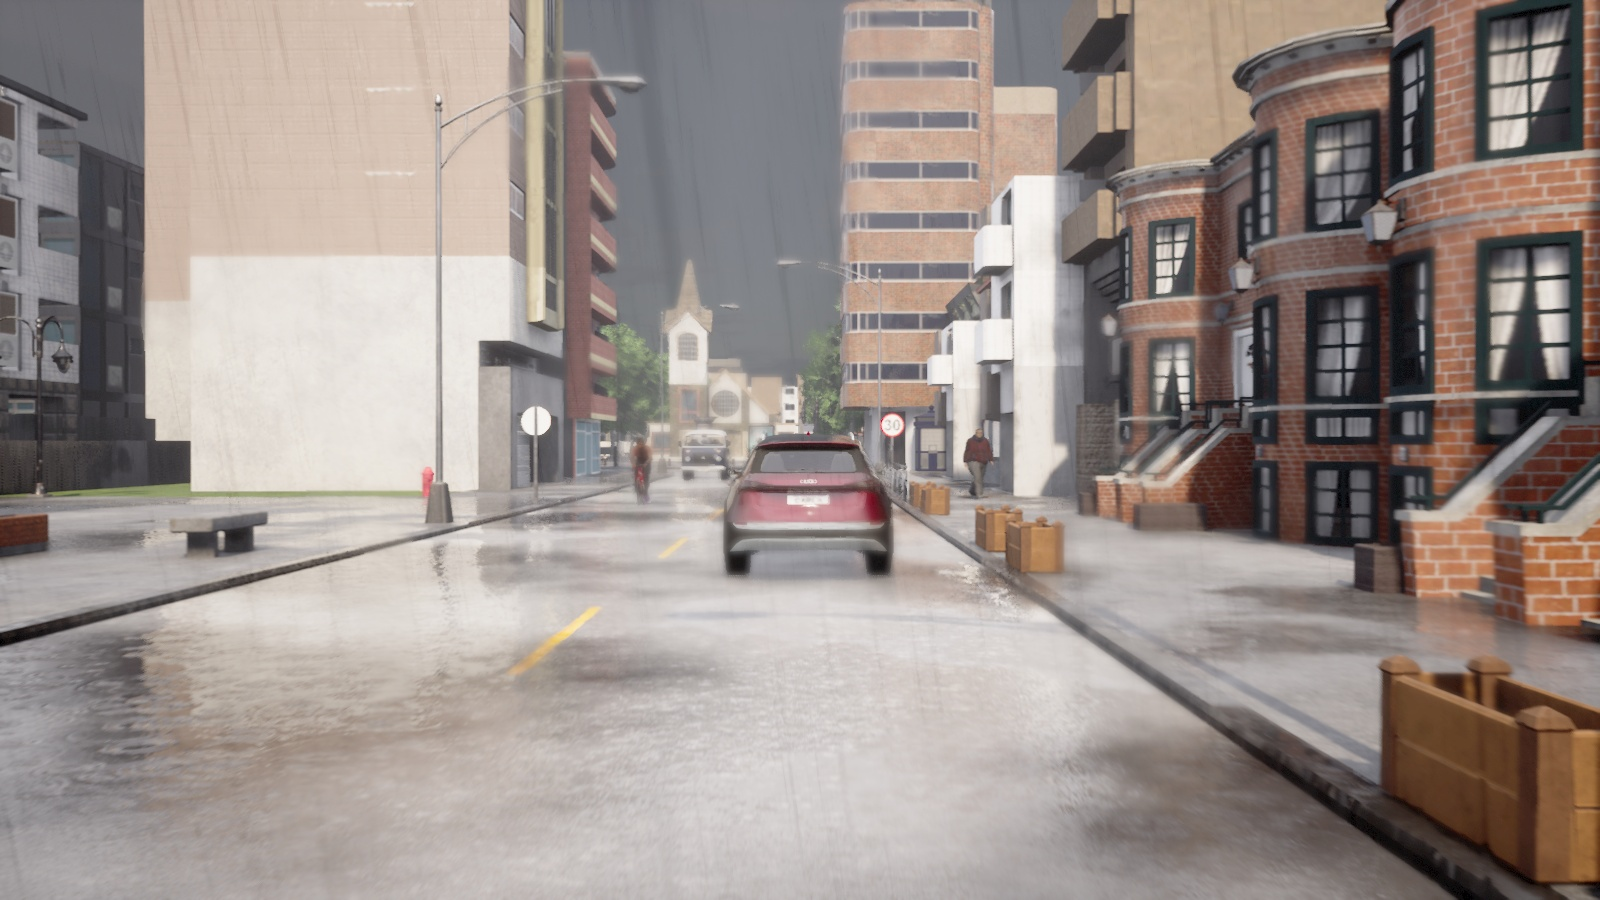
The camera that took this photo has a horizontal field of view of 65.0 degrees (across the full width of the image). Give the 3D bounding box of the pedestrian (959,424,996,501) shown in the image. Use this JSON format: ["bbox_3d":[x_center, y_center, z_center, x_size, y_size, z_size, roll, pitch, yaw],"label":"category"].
[{"bbox_3d":[4.324,0.286,30.582,0.634,1.844,0.899,0,0,-11],"label":"pedestrian"}]

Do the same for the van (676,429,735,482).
[{"bbox_3d":[-3.764,0.182,50.555,2.069,2.038,4.480,0,0,0],"label":"van"}]

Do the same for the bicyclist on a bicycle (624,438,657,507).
[{"bbox_3d":[-3.841,0.526,30.259,0.582,1.620,1.656,0,1,0],"label":"bicyclist on a bicycle"}]

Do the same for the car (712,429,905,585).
[{"bbox_3d":[0.100,0.588,15.706,2.033,1.649,4.856,0,0,0],"label":"car"}]
